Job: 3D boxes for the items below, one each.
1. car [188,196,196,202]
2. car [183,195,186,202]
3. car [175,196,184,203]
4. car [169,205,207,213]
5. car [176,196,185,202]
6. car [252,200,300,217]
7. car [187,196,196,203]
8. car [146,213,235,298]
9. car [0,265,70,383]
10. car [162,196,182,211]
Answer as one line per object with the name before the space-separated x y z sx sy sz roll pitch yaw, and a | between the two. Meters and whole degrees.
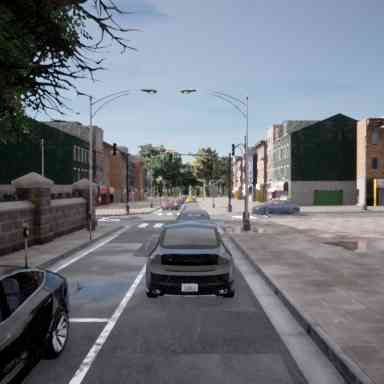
car | -0.045 1.671 82.173 2.033 1.411 5.357 0 0 0
car | -2.681 1.628 63.324 1.887 1.381 4.507 -1 0 0
car | -2.687 1.655 74.194 1.887 1.381 4.507 -1 0 0
car | 0.091 1.552 16.005 2.033 1.411 5.357 0 0 0
car | -2.690 1.690 79.628 1.947 1.339 4.313 -1 0 0
car | 7.495 1.439 29.857 4.181 1.385 1.994 -1 1 0
car | -0.028 1.582 71.739 1.882 1.535 5.008 0 0 0
car | -0.027 1.505 8.517 1.837 1.490 4.892 0 0 0
car | -2.646 1.565 3.265 1.947 1.339 4.313 -1 0 0
car | -2.670 1.478 41.586 1.967 1.590 4.097 -1 0 0
